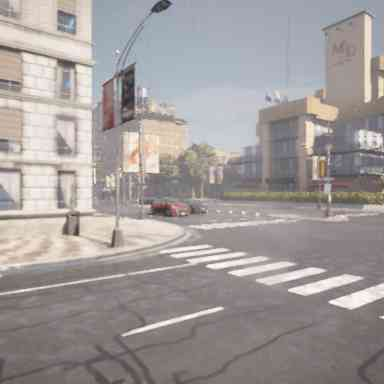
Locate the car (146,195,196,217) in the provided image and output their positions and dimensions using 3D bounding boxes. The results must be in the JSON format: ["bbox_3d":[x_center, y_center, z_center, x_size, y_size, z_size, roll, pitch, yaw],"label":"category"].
[{"bbox_3d":[-2.080,1.344,31.379,2.097,1.767,4.553,0,0,-36],"label":"car"}]

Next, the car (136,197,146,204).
[{"bbox_3d":[-7.297,1.534,57.883,5.357,1.411,2.033,0,0,39],"label":"car"}]

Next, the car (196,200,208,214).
[{"bbox_3d":[-0.287,1.495,34.883,1.837,1.490,4.892,0,0,-35],"label":"car"}]

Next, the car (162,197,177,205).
[{"bbox_3d":[-4.179,1.585,60.648,1.895,1.301,4.718,0,0,-15],"label":"car"}]
